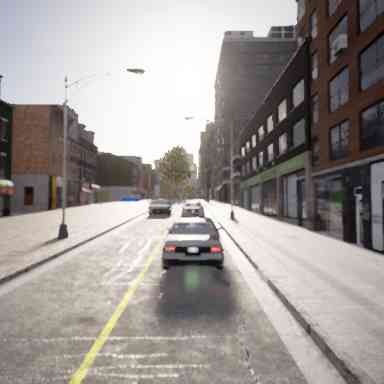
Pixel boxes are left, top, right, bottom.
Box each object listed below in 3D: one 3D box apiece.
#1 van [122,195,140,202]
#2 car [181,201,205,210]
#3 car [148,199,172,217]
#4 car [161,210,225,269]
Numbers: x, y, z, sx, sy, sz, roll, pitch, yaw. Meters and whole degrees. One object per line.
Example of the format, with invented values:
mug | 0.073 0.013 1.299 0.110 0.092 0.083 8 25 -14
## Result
van | -12.940 1.434 70.730 3.998 1.788 1.690 0 -2 0
car | 0.086 1.479 27.253 2.033 1.411 5.357 0 0 0
car | -2.854 1.392 30.787 1.882 1.535 5.008 0 0 0
car | 0.076 1.538 11.082 2.033 1.411 5.357 0 0 1
